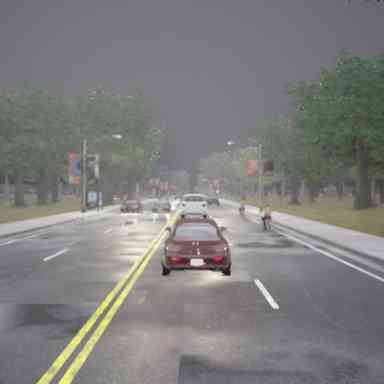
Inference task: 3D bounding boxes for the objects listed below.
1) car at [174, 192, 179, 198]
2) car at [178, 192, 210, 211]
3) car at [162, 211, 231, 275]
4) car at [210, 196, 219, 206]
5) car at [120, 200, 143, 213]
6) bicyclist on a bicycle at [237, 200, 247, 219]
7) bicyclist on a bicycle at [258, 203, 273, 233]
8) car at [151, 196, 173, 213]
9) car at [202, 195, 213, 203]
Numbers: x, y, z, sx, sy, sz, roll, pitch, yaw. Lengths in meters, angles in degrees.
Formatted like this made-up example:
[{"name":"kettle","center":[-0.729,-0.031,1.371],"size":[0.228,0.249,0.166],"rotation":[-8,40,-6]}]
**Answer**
[{"name":"car","center":[-3.064,0.963,78.969],"size":[2.150,2.045,5.566],"rotation":[0,0,0]},{"name":"car","center":[0.164,1.221,28.994],"size":[2.150,2.045,5.566],"rotation":[0,0,0]},{"name":"car","center":[0.119,1.525,10.304],"size":[1.812,1.442,4.674],"rotation":[0,0,0]},{"name":"car","center":[3.481,1.513,55.893],"size":[1.837,1.490,4.892],"rotation":[0,0,0]},{"name":"car","center":[-6.511,1.556,36.274],"size":[1.994,1.385,4.181],"rotation":[0,0,0]},{"name":"bicyclist on a bicycle","center":[4.225,1.441,28.133],"size":[0.866,1.612,1.509],"rotation":[0,0,0]},{"name":"bicyclist on a bicycle","center":[4.203,1.441,18.758],"size":[0.866,1.612,1.509],"rotation":[0,0,0]},{"name":"car","center":[-3.261,1.522,36.489],"size":[1.812,1.442,4.674],"rotation":[0,0,0]},{"name":"car","center":[3.422,1.539,73.505],"size":[2.128,1.511,4.902],"rotation":[0,0,0]}]
